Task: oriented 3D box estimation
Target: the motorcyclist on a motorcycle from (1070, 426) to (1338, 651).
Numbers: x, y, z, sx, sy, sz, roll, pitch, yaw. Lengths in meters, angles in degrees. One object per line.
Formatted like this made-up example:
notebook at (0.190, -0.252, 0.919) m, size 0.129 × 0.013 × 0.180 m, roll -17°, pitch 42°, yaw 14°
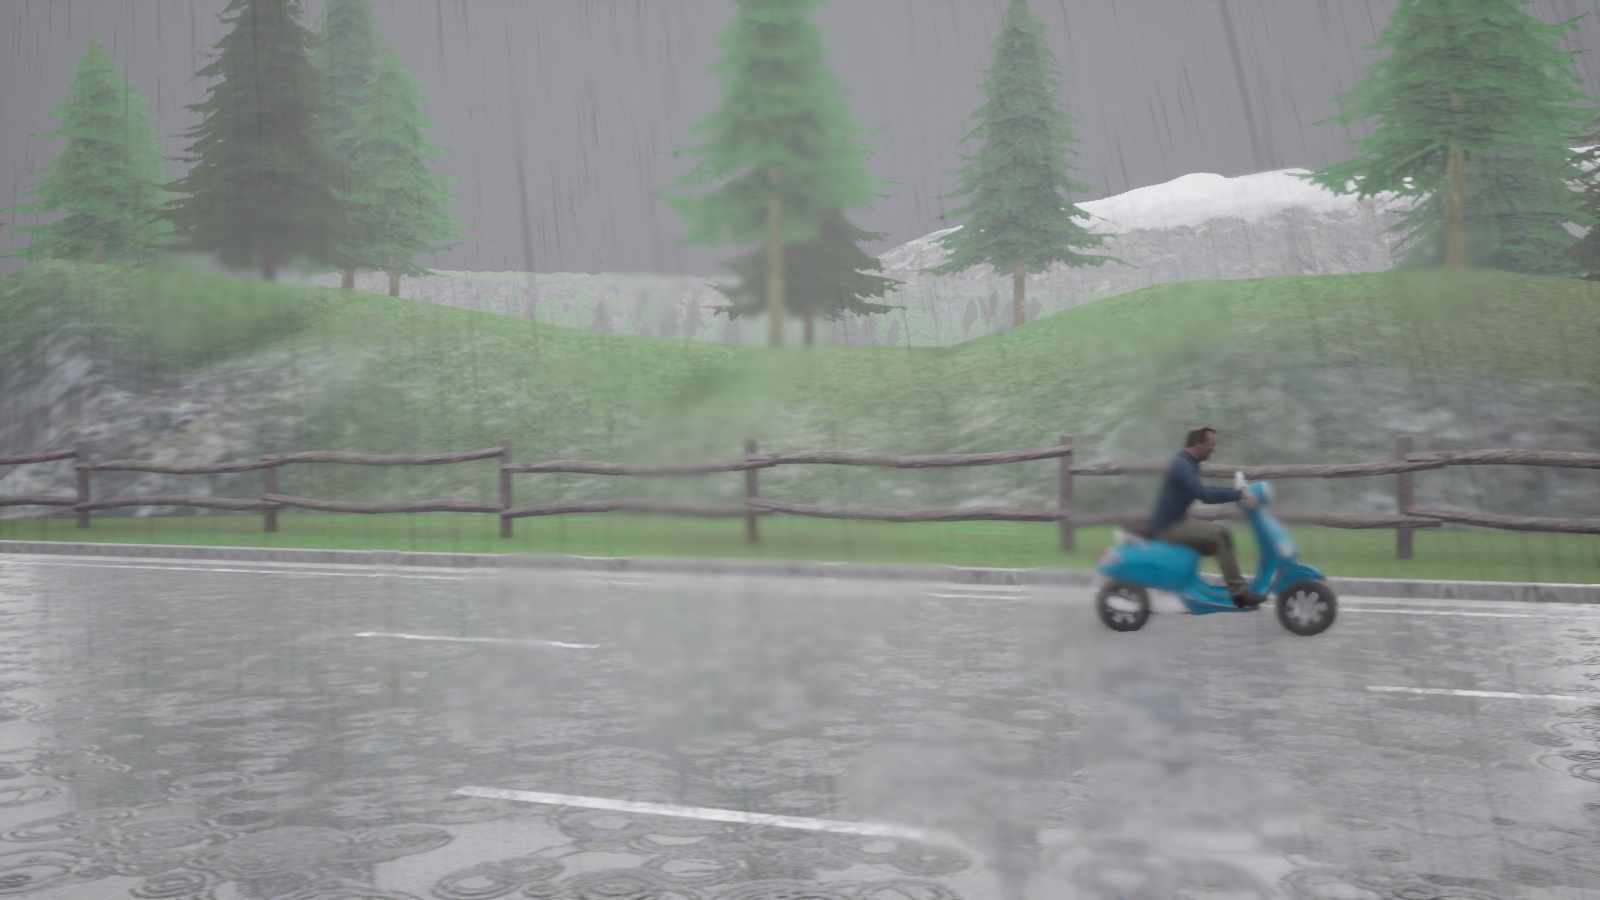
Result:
motorcyclist on a motorcycle at (3.049, 0.640, 9.552) m, size 1.817 × 1.590 × 0.866 m, roll -1°, pitch 0°, yaw 19°
